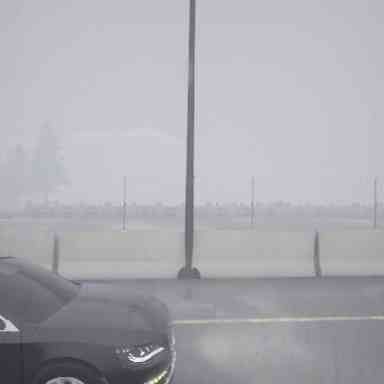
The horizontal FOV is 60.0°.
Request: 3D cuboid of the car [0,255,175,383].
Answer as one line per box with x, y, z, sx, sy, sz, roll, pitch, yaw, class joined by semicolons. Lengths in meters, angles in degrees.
-2.640;1.506;3.742;4.892;1.490;1.837;0;0;-3;car
